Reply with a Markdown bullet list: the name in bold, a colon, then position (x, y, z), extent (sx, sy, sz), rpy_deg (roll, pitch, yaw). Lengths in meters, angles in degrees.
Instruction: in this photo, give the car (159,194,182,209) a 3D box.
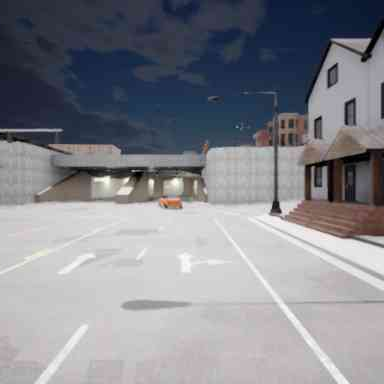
- **car**: position (-2.730, 1.067, 40.739), extent (2.097, 1.767, 4.553), rpy_deg (0, 0, -16)
